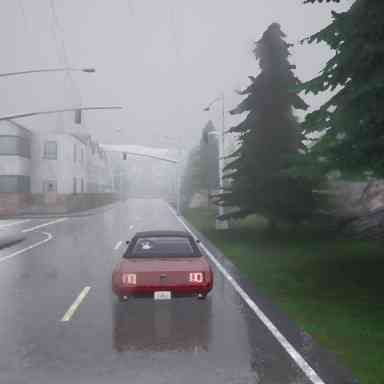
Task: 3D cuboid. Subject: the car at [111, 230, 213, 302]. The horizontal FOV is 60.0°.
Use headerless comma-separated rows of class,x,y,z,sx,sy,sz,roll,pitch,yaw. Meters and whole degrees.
car,-0.719,1.601,8.291,1.895,1.301,4.718,0,0,-5
